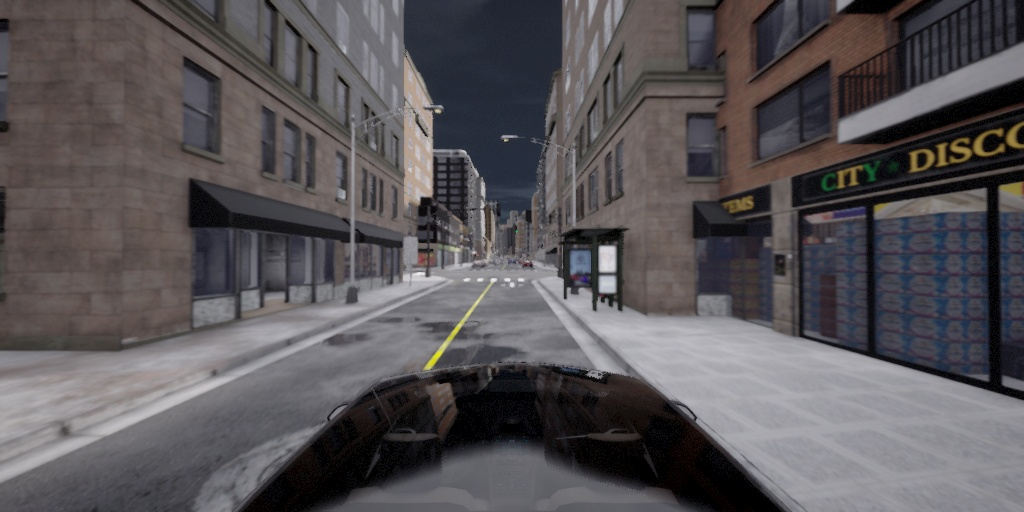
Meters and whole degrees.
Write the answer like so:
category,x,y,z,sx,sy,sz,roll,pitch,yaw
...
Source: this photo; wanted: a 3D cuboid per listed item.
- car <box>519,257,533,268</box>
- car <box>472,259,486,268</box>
category,x,y,z,sx,sy,sz,roll,pitch,yaw
car,2.680,1.345,61.370,1.888,1.381,4.507,0,0,0
car,-5.865,1.381,61.378,1.802,1.307,4.207,0,0,0
